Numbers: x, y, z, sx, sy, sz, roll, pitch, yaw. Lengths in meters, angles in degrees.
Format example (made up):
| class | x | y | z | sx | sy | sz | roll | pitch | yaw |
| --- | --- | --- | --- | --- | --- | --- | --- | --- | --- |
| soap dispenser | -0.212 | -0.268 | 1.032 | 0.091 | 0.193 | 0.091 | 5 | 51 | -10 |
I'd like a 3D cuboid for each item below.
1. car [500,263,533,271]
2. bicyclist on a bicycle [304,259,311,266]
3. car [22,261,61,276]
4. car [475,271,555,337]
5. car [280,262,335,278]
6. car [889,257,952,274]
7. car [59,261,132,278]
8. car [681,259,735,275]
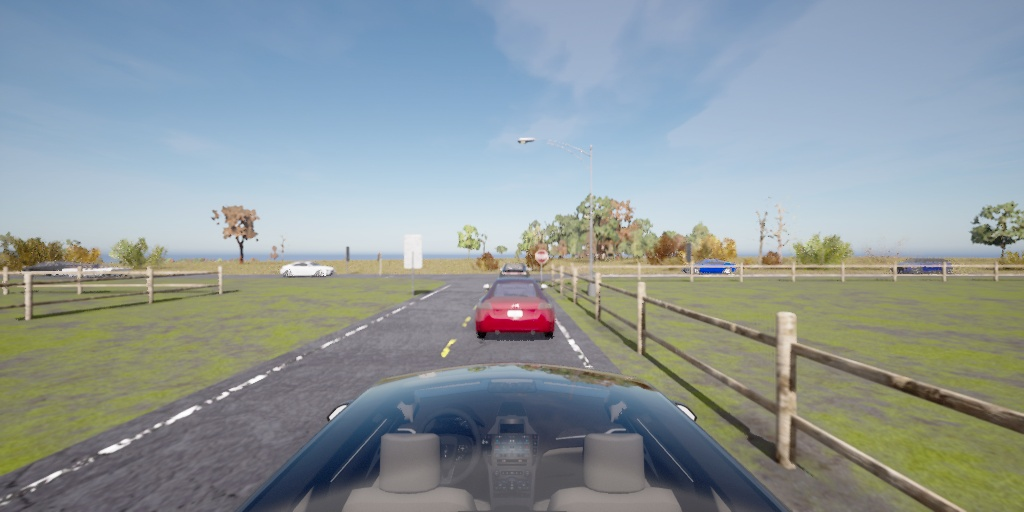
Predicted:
| class | x | y | z | sx | sy | sz | roll | pitch | yaw |
| --- | --- | --- | --- | --- | --- | --- | --- | --- | --- |
| car | 0.248 | 1.189 | 22.907 | 2.128 | 1.511 | 4.902 | 0 | 0 | 4 |
| bicyclist on a bicycle | -22.496 | 1.169 | 39.439 | 0.582 | 1.620 | 1.656 | 0 | 0 | 0 |
| car | -46.756 | 1.286 | 36.566 | 4.902 | 1.511 | 2.128 | 0 | 0 | 1 |
| car | 0.094 | 1.293 | 10.281 | 1.994 | 1.385 | 4.181 | 0 | 0 | 1 |
| car | -19.001 | 1.247 | 33.435 | 4.674 | 1.442 | 1.812 | 0 | 0 | 0 |
| car | 40.748 | 0.938 | 35.858 | 4.553 | 1.767 | 2.097 | 0 | 0 | 1 |
| car | -38.719 | 1.380 | 33.612 | 4.718 | 1.301 | 1.895 | 0 | 0 | 1 |
| car | 19.663 | 1.091 | 36.064 | 5.008 | 1.535 | 1.882 | 0 | 0 | 0 |
